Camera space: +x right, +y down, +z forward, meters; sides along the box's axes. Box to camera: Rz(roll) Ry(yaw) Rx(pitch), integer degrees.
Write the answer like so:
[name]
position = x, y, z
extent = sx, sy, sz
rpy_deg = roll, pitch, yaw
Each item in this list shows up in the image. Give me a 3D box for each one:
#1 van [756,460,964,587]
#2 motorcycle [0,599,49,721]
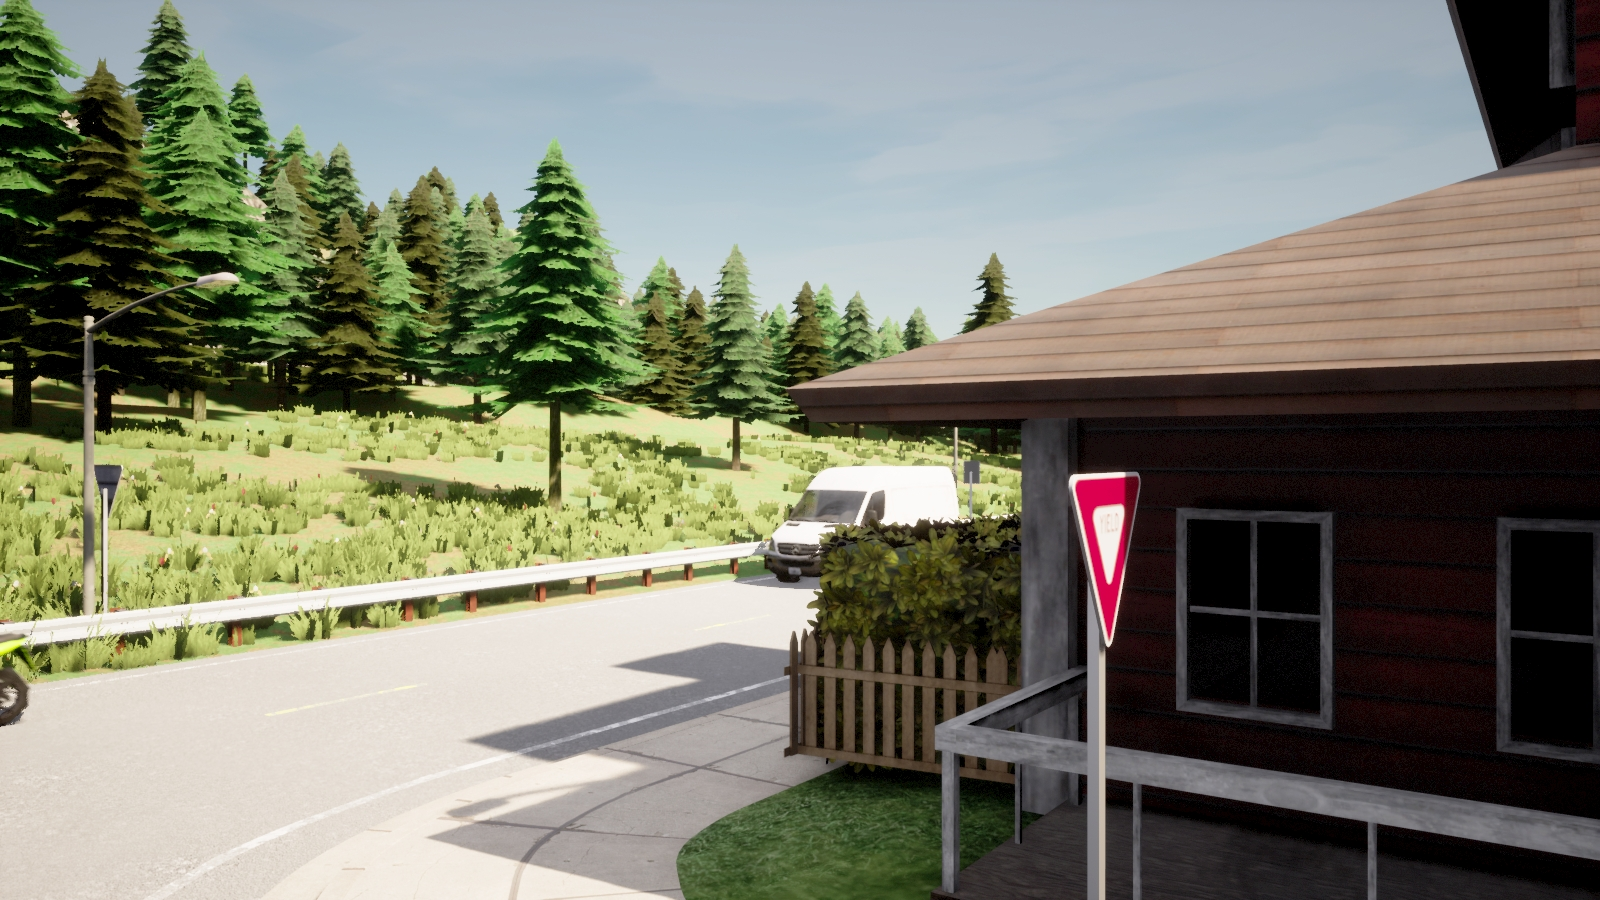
[van]
position = 1.563, 1.535, 26.423
extent = 1.988, 2.561, 5.915
rpy_deg = 0, 0, 35
[motorcycle]
position = -8.861, 2.202, 11.477
extent = 0.803, 1.145, 2.033
rpy_deg = 0, -1, 35
